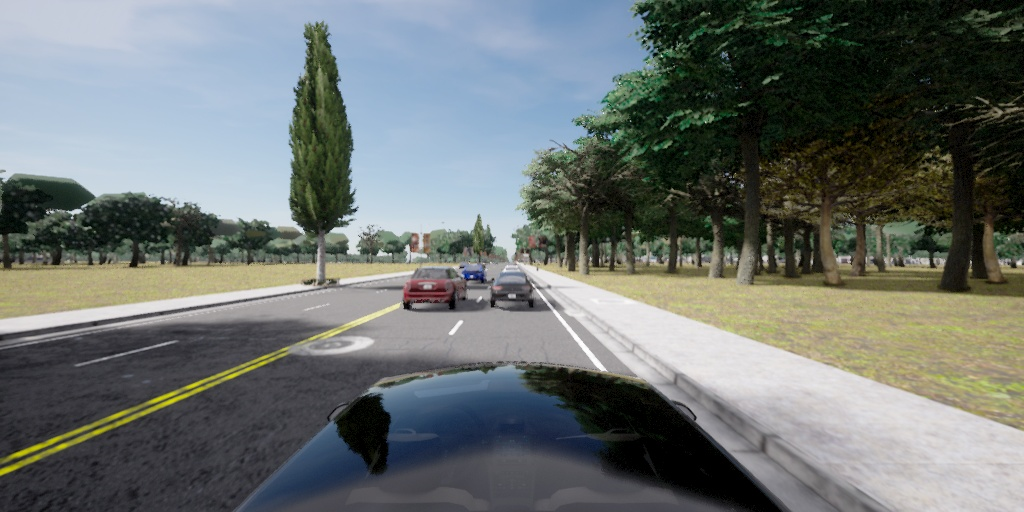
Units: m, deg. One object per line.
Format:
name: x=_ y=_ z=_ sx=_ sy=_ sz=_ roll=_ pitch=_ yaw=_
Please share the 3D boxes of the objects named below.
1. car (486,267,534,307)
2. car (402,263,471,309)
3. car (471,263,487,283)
car: x=0.008 y=1.416 z=16.237 sx=1.812 sy=1.442 sz=4.674 roll=0 pitch=0 yaw=0
car: x=-3.245 y=1.237 z=15.931 sx=2.097 sy=1.767 sz=4.553 roll=0 pitch=-1 yaw=0
car: x=-3.239 y=1.523 z=31.333 sx=1.882 sy=1.535 sz=5.008 roll=0 pitch=0 yaw=0
